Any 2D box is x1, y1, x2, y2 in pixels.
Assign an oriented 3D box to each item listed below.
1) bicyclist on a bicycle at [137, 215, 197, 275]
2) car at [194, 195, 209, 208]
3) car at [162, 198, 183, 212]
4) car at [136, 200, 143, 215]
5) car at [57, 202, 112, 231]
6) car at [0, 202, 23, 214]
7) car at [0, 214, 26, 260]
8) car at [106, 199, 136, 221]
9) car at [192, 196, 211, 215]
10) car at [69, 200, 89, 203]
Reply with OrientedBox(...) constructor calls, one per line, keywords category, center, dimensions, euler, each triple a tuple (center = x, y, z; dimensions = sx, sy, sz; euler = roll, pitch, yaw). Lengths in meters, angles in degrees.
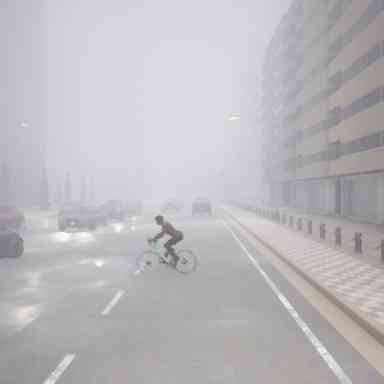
OrientedBox(category="bicyclist on a bicycle", center=(-0.707, 1.452, 9.040), dimensions=(1.656, 1.620, 0.582), euler=(-2, 0, 2))
OrientedBox(category="car", center=(1.304, 1.351, 47.419), dimensions=(2.097, 1.767, 4.553), euler=(0, 0, 1))
OrientedBox(category="car", center=(-2.406, 1.525, 38.690), dimensions=(1.812, 1.442, 4.674), euler=(0, 0, 1))
OrientedBox(category="car", center=(-6.188, 1.477, 33.535), dimensions=(1.882, 1.535, 5.008), euler=(0, 0, 2))
OrientedBox(category="car", center=(-6.589, 1.564, 20.434), dimensions=(1.994, 1.385, 4.181), euler=(0, 0, 1))
OrientedBox(category="car", center=(-10.196, 1.352, 16.329), dimensions=(2.097, 1.767, 4.553), euler=(0, 0, 2))
OrientedBox(category="car", center=(-6.871, 1.564, 9.898), dimensions=(1.994, 1.385, 4.181), euler=(0, 0, 1))
OrientedBox(category="car", center=(-6.311, 1.352, 27.226), dimensions=(2.097, 1.767, 4.553), euler=(0, 0, 2))
OrientedBox(category="car", center=(0.975, 1.477, 34.095), dimensions=(1.882, 1.535, 5.008), euler=(0, -1, 2))
OrientedBox(category="car", center=(-9.849, 1.506, 28.738), dimensions=(1.837, 1.490, 4.892), euler=(0, 0, 2))
